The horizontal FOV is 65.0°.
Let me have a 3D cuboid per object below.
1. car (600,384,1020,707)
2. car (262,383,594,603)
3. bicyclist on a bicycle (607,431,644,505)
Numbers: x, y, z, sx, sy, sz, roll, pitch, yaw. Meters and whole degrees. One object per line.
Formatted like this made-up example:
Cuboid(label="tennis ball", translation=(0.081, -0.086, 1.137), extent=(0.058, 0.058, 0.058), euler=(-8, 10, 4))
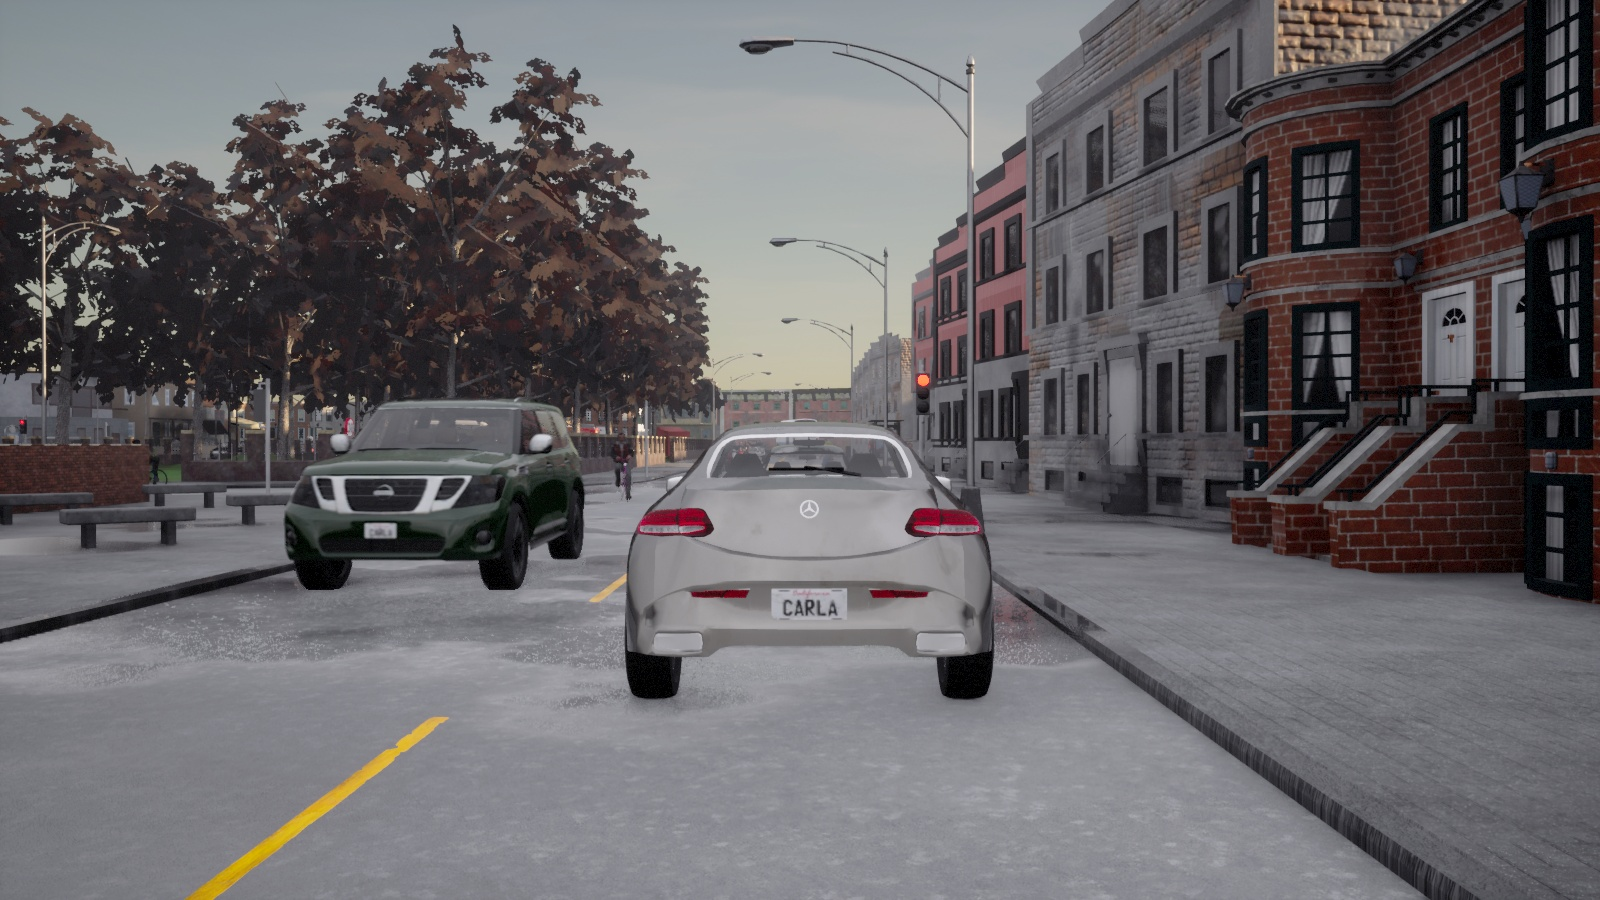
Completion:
Cuboid(label="car", translation=(0.064, 0.475, 8.950), extent=(2.152, 1.651, 5.027), euler=(0, 0, 0))
Cuboid(label="car", translation=(-3.915, 0.381, 14.460), extent=(2.150, 2.045, 5.566), euler=(0, 0, 0))
Cuboid(label="bicyclist on a bicycle", translation=(-4.394, 0.436, 31.456), extent=(0.659, 1.776, 1.843), euler=(-2, 0, -15))
